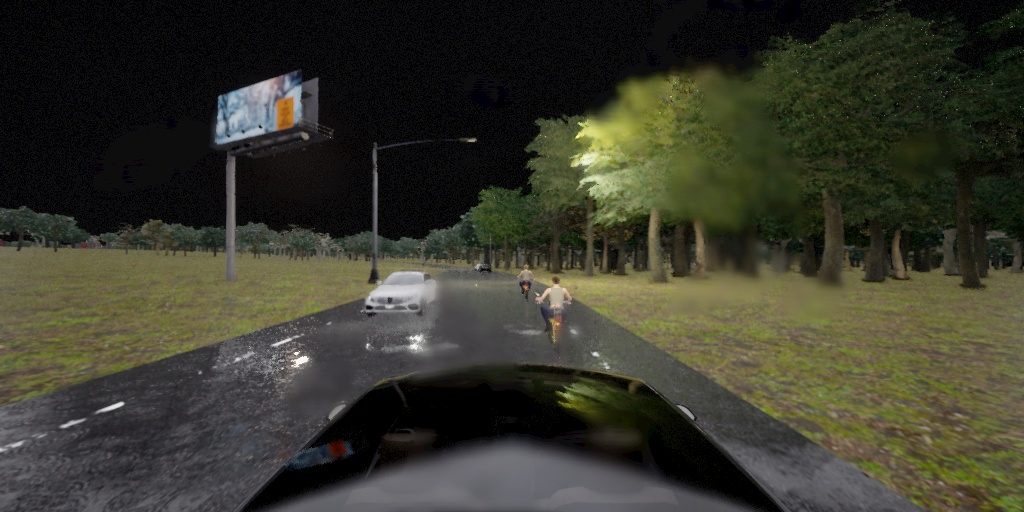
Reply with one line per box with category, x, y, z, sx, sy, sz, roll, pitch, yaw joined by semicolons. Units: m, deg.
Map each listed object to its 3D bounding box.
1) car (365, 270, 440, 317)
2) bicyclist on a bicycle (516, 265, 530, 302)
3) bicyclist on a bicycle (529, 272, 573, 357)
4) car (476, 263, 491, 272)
car;-3.824;1.279;13.286;1.812;1.442;4.674;0;0;-2
bicyclist on a bicycle;0.618;1.198;16.041;0.866;1.612;1.509;0;0;-2
bicyclist on a bicycle;0.908;1.188;7.560;0.866;1.612;1.509;0;0;-1
car;-4.762;2.083;63.087;1.837;1.490;4.892;0;-3;-8
